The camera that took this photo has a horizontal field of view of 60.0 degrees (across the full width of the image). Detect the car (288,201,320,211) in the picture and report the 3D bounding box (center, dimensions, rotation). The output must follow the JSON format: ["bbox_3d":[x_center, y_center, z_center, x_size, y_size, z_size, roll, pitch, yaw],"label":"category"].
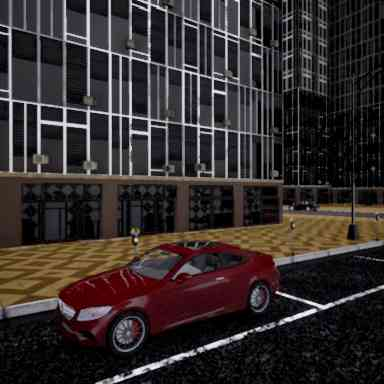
[{"bbox_3d":[15.183,1.885,45.317,2.008,1.369,4.403,-1,0,-36],"label":"car"}]

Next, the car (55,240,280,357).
[{"bbox_3d":[-0.186,1.581,5.969,4.206,1.307,1.802,0,0,-36],"label":"car"}]
